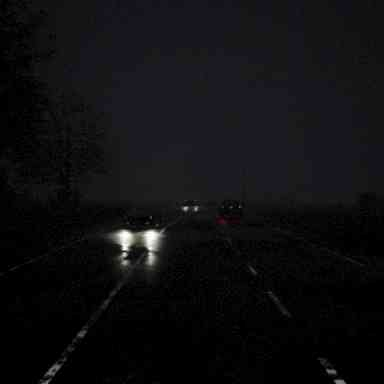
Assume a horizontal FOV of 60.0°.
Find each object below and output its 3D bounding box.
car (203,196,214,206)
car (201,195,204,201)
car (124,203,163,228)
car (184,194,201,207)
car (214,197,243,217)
[{"bbox_3d":[3.479,1.629,57.740,1.994,1.385,4.181,0,0,0],"label":"car"},{"bbox_3d":[3.469,1.658,90.721,1.994,1.385,4.181,0,0,0],"label":"car"},{"bbox_3d":[-3.186,1.507,22.543,1.882,1.535,5.008,0,0,3],"label":"car"},{"bbox_3d":[-0.163,1.411,52.985,2.097,1.767,4.553,0,0,3],"label":"car"},{"bbox_3d":[3.490,1.387,31.438,2.097,1.767,4.553,0,0,0],"label":"car"}]
